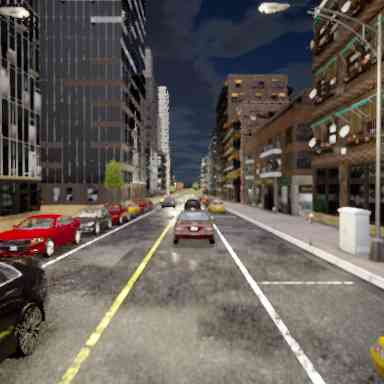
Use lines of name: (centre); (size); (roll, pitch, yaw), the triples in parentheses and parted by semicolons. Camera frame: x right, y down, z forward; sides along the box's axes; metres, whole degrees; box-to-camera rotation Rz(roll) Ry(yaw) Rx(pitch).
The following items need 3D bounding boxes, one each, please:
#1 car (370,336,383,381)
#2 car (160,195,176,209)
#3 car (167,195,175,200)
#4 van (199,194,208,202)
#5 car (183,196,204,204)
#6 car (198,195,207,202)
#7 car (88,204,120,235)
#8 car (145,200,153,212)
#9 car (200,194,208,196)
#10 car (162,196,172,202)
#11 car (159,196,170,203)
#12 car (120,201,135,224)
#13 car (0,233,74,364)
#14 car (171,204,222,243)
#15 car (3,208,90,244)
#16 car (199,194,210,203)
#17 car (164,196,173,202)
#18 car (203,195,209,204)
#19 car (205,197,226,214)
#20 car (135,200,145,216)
car: (2.674, 1.525, 1.493); (1.752, 1.417, 4.829); (-1, 0, 0)
car: (-3.133, 1.560, 45.133); (2.033, 1.411, 5.357); (0, 0, 0)
car: (-5.762, 1.572, 92.431); (1.752, 1.417, 4.829); (-1, 0, 0)
van: (2.598, 1.374, 75.390); (1.690, 1.788, 3.998); (-1, 0, 0)
car: (0.065, 1.513, 36.638); (1.837, 1.490, 4.892); (0, 0, 0)
car: (2.594, 1.478, 81.088); (1.967, 1.590, 4.097); (-1, 0, 0)
car: (-5.690, 1.551, 18.529); (2.008, 1.369, 4.403); (-1, 0, 0)
car: (-5.707, 1.552, 35.623); (1.887, 1.381, 4.507); (-1, 0, 0)
car: (2.618, 1.546, 58.467); (1.752, 1.417, 4.829); (-1, 0, 0)
car: (-5.745, 1.577, 75.508); (1.887, 1.381, 4.507); (-1, 0, 0)
car: (-5.740, 1.553, 69.640); (1.752, 1.417, 4.829); (-1, 0, 0)
car: (-5.695, 1.547, 24.226); (1.887, 1.381, 4.507); (-1, 0, 0)
car: (-3.103, 1.491, 3.163); (2.128, 1.511, 4.902); (0, 0, 0)
car: (0.087, 1.547, 16.064); (2.033, 1.411, 5.357); (0, 0, 0)
car: (-5.684, 1.544, 12.831); (1.887, 1.381, 4.507); (-1, 0, 0)
car: (2.603, 1.343, 69.693); (2.192, 1.841, 5.009); (-1, 0, 0)
car: (-5.750, 1.588, 81.205); (2.008, 1.369, 4.403); (-1, 0, 0)
car: (2.630, 1.559, 46.902); (1.887, 1.381, 4.507); (-1, 0, 0)
car: (2.640, 1.533, 35.677); (1.752, 1.417, 4.829); (-1, 0, 0)
car: (-5.701, 1.530, 29.754); (1.752, 1.417, 4.829); (-1, 0, 0)
